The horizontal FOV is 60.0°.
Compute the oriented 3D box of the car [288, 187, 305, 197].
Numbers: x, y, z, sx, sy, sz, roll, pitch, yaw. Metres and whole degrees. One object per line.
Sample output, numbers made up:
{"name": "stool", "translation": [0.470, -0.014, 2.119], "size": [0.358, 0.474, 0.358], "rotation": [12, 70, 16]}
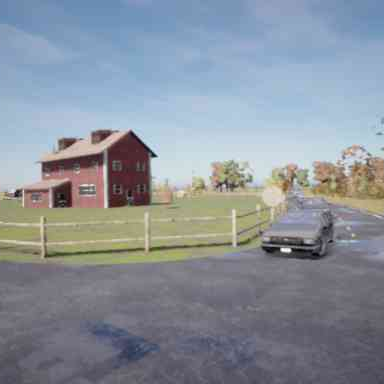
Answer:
{"name": "car", "translation": [16.348, 0.163, 52.358], "size": [2.150, 2.045, 5.566], "rotation": [-1, 0, 10]}

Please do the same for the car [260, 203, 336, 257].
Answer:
{"name": "car", "translation": [4.245, 1.378, 12.644], "size": [2.033, 1.411, 5.357], "rotation": [-1, 0, 30]}

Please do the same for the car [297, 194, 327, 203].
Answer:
{"name": "car", "translation": [9.009, 1.144, 24.349], "size": [2.128, 1.511, 4.902], "rotation": [-1, 0, 18]}
